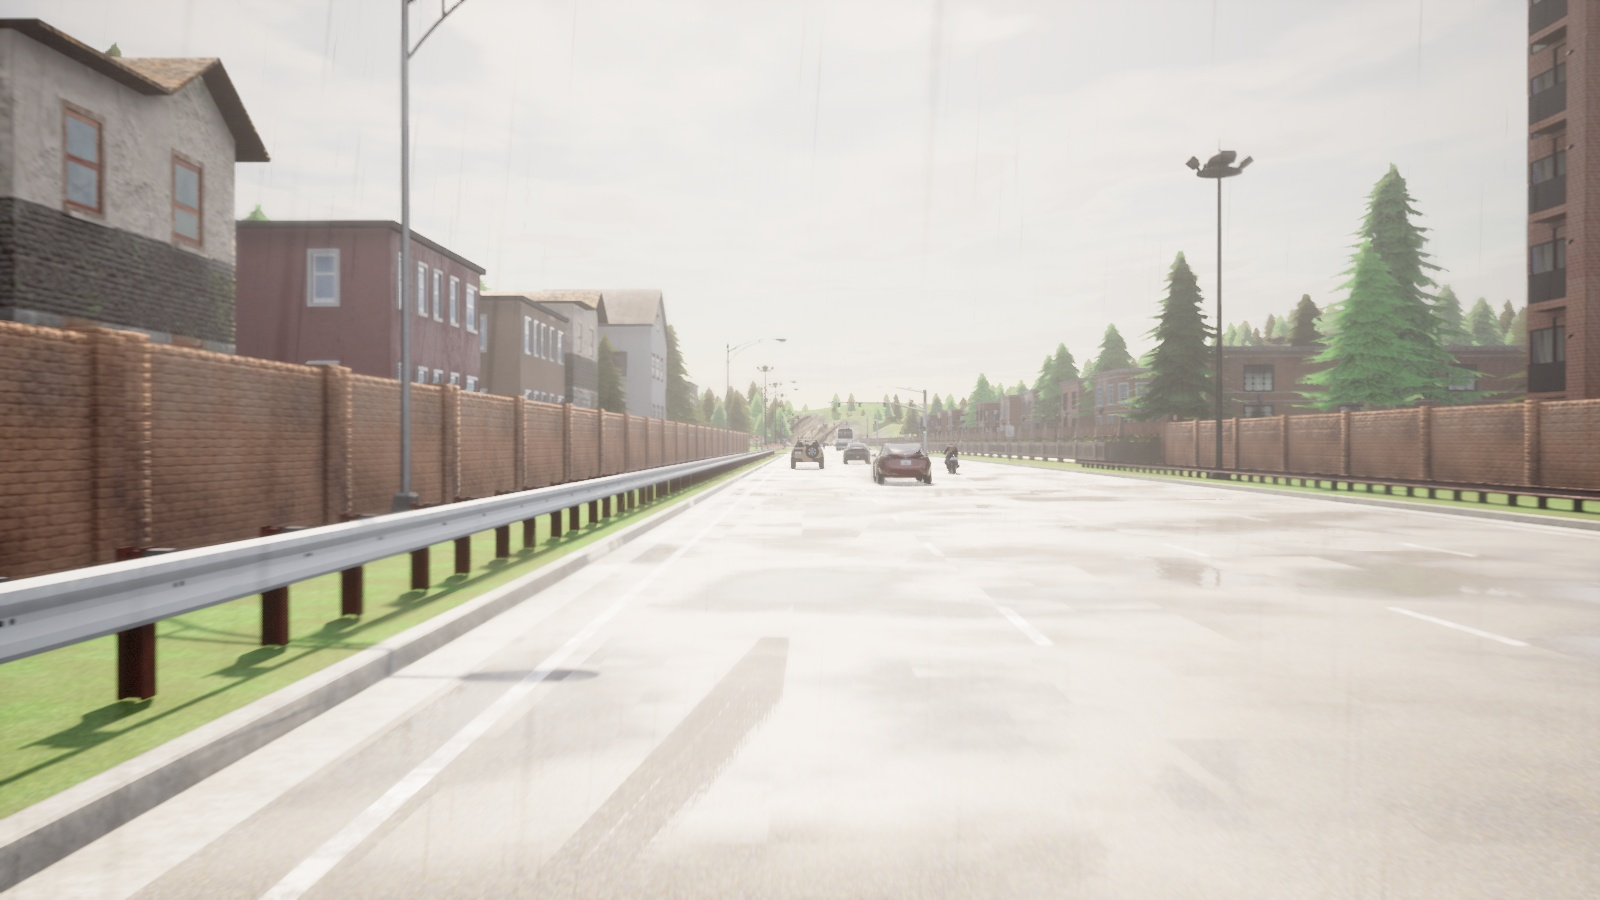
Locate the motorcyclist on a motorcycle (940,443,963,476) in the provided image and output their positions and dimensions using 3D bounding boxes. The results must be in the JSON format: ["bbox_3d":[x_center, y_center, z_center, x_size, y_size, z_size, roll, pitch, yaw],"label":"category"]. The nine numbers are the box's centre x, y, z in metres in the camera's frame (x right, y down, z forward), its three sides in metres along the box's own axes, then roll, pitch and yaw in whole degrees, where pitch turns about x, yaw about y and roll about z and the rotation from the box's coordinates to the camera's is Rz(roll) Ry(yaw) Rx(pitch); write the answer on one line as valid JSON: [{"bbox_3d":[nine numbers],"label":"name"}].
[{"bbox_3d":[7.362,0.445,60.983,0.866,1.530,2.191,0,0,0],"label":"motorcyclist on a motorcycle"}]

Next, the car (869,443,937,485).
[{"bbox_3d":[3.782,0.486,46.958,2.163,1.488,4.792,0,0,0],"label":"car"}]

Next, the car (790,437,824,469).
[{"bbox_3d":[0.434,0.150,73.731,1.932,1.855,4.605,0,0,0],"label":"car"}]

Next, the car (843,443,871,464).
[{"bbox_3d":[4.023,0.252,89.364,1.837,1.490,4.892,0,0,0],"label":"car"}]
